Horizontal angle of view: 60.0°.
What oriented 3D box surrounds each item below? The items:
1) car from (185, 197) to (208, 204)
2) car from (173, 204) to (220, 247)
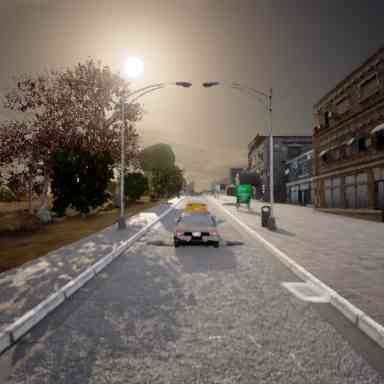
[{"bbox_3d":[0.431,1.218,29.674,1.882,1.535,5.008,0,1,1],"label":"car"},{"bbox_3d":[0.196,1.499,14.405,2.033,1.411,5.357,0,1,1],"label":"car"}]
